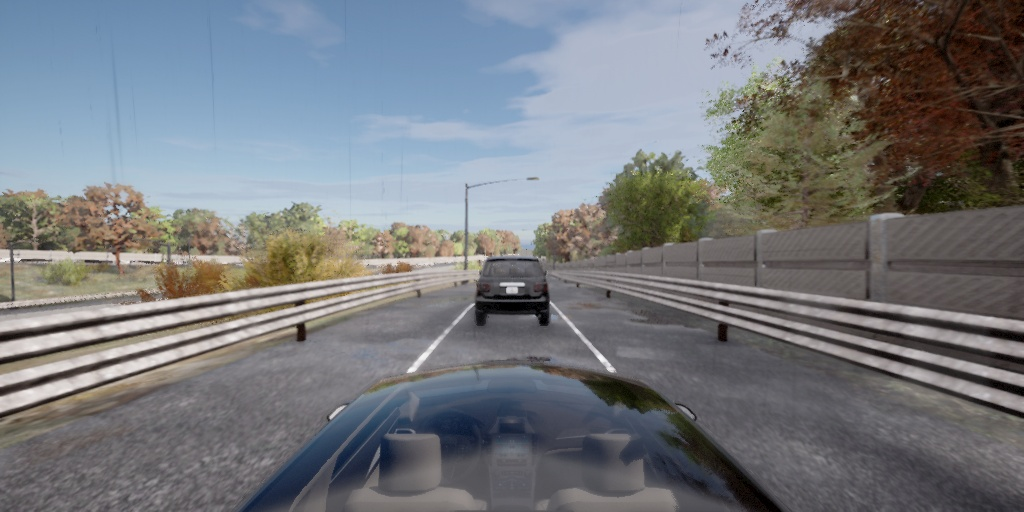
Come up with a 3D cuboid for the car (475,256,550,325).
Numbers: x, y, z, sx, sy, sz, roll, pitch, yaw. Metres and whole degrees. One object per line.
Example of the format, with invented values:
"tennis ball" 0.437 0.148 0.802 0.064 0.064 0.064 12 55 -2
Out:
"car" 0.029 1.035 12.141 2.150 2.045 5.566 0 -1 1
